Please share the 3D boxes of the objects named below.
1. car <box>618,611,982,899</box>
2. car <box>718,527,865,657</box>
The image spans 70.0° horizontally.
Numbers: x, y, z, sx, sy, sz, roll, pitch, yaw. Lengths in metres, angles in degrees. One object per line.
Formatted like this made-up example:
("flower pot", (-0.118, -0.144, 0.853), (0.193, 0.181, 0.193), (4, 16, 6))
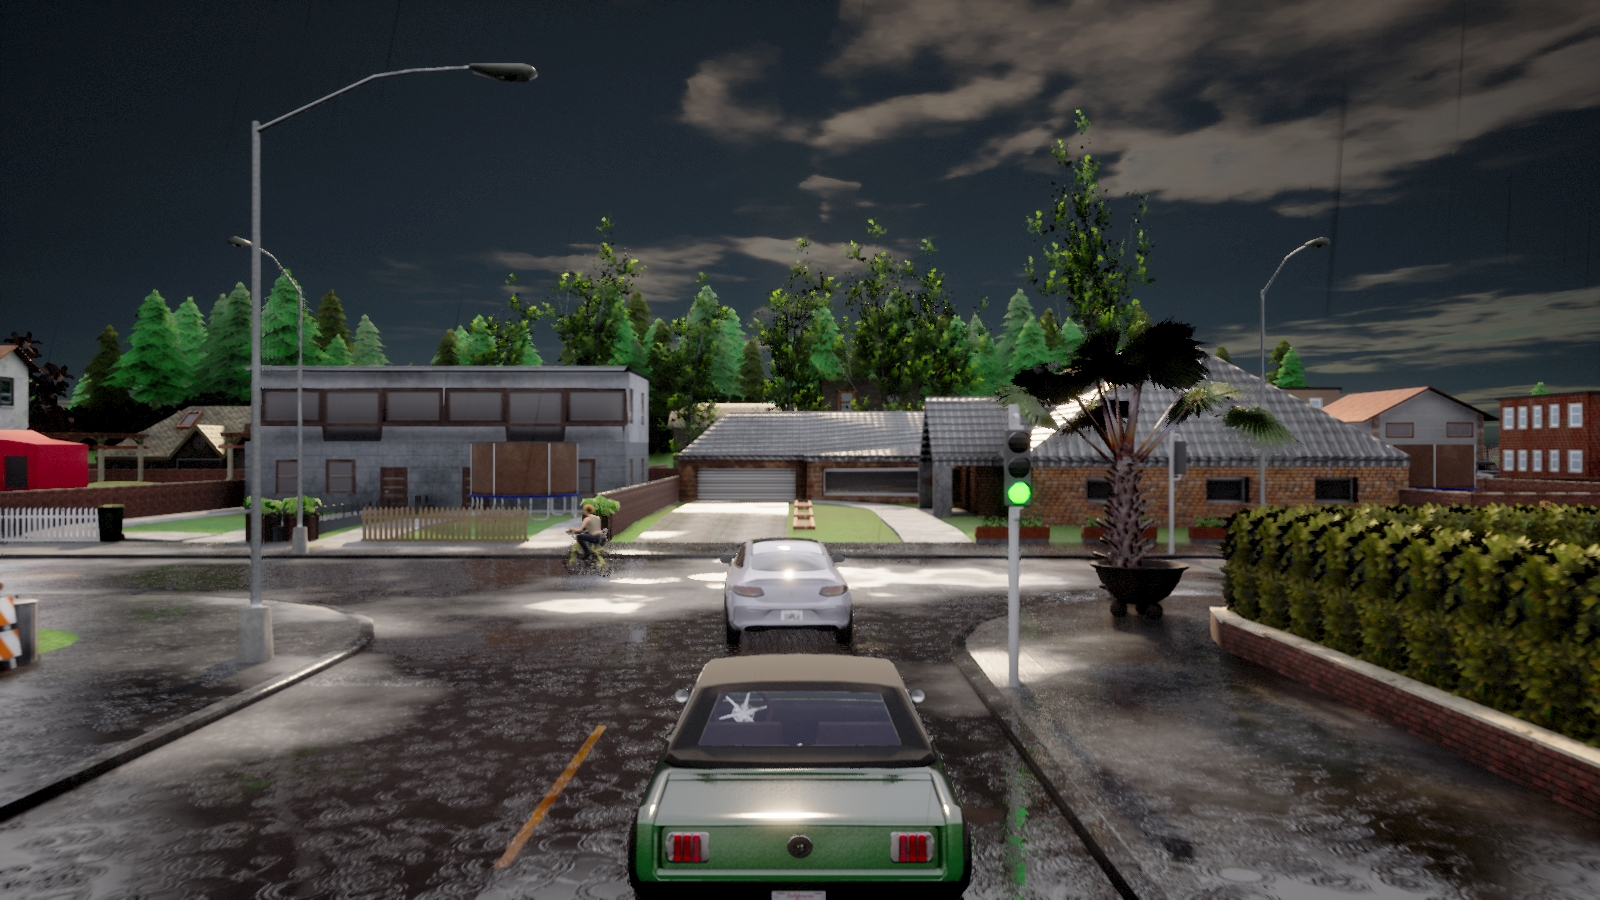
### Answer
("car", (-0.001, 2.156, 8.314), (1.895, 1.301, 4.718), (0, 0, 0))
("car", (-0.245, 2.083, 17.834), (2.002, 1.442, 4.674), (0, 0, -3))
